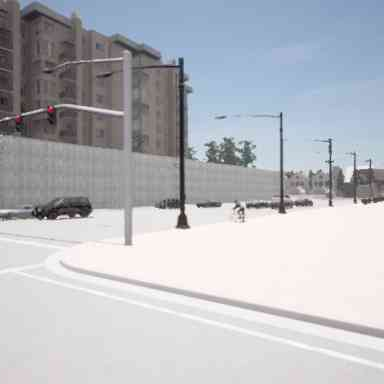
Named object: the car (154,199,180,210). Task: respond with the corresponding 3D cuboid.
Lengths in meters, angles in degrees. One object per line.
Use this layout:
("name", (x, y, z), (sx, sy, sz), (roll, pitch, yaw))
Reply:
("car", (-3.445, 1.782, 48.775), (1.837, 1.490, 4.892), (-1, 0, 36))

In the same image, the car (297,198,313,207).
("car", (18.486, 1.697, 55.153), (2.033, 1.411, 5.357), (-1, 0, 36))

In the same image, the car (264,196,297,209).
("car", (12.530, 1.697, 46.786), (2.033, 1.411, 5.357), (-1, 0, 36))

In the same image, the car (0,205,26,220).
("car", (-16.113, 1.881, 31.168), (1.895, 1.301, 4.718), (-1, 0, 35))

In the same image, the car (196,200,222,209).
("car", (2.573, 1.847, 51.116), (1.895, 1.301, 4.718), (-1, 0, 36))

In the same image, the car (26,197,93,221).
("car", (-11.952, 1.470, 30.964), (2.150, 2.045, 5.566), (-1, 0, 36))

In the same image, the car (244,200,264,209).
("car", (9.492, 1.782, 48.558), (1.895, 1.301, 4.718), (-1, 0, 36))

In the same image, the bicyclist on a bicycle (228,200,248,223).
("bicyclist on a bicycle", (3.305, 1.400, 23.949), (1.656, 1.620, 0.582), (-1, -1, 36))

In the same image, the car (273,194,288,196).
("car", (15.419, 1.402, 56.887), (2.150, 2.045, 5.566), (-1, 0, 36))
